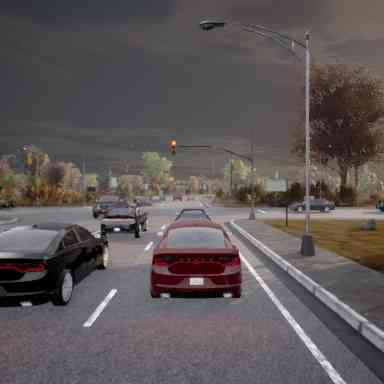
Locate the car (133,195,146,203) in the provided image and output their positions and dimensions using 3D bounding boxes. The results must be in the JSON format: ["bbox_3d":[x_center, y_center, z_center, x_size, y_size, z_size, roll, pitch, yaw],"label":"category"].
[{"bbox_3d":[-10.706,1.477,68.286,1.882,1.535,5.008,0,0,0],"label":"car"}]

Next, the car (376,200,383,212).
[{"bbox_3d":[23.269,1.212,36.422,5.566,2.045,2.150,0,0,3],"label":"car"}]

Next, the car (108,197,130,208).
[{"bbox_3d":[-11.072,1.505,50.605,1.837,1.490,4.892,0,0,6],"label":"car"}]

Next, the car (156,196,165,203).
[{"bbox_3d":[-7.213,1.525,67.997,1.812,1.442,4.674,0,0,0],"label":"car"}]

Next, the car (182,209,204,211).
[{"bbox_3d":[0.051,1.564,17.531,1.994,1.385,4.181,0,0,0],"label":"car"}]

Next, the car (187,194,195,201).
[{"bbox_3d":[-0.252,1.348,85.735,2.097,1.767,4.553,0,0,0],"label":"car"}]

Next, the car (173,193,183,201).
[{"bbox_3d":[-3.751,1.218,85.368,2.150,2.045,5.566,0,0,0],"label":"car"}]

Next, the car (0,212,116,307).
[{"bbox_3d":[-3.421,1.478,8.065,1.882,1.535,5.008,0,0,0],"label":"car"}]

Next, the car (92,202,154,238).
[{"bbox_3d":[-3.443,1.492,17.552,2.128,1.511,4.902,0,0,-1],"label":"car"}]

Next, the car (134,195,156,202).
[{"bbox_3d":[-7.244,1.352,51.039,2.097,1.767,4.553,0,0,0],"label":"car"}]

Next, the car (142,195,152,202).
[{"bbox_3d":[-10.737,1.500,79.311,1.837,1.490,4.892,0,0,0],"label":"car"}]

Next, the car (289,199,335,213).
[{"bbox_3d":[13.272,1.505,36.935,4.892,1.490,1.837,0,0,3],"label":"car"}]

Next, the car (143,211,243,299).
[{"bbox_3d":[0.077,1.478,8.542,1.882,1.535,5.008,0,0,0],"label":"car"}]

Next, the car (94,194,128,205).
[{"bbox_3d":[-7.187,1.221,29.709,2.150,2.045,5.566,0,0,0],"label":"car"}]

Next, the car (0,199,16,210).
[{"bbox_3d":[-25.189,1.601,42.298,4.718,1.301,1.895,0,0,6],"label":"car"}]
